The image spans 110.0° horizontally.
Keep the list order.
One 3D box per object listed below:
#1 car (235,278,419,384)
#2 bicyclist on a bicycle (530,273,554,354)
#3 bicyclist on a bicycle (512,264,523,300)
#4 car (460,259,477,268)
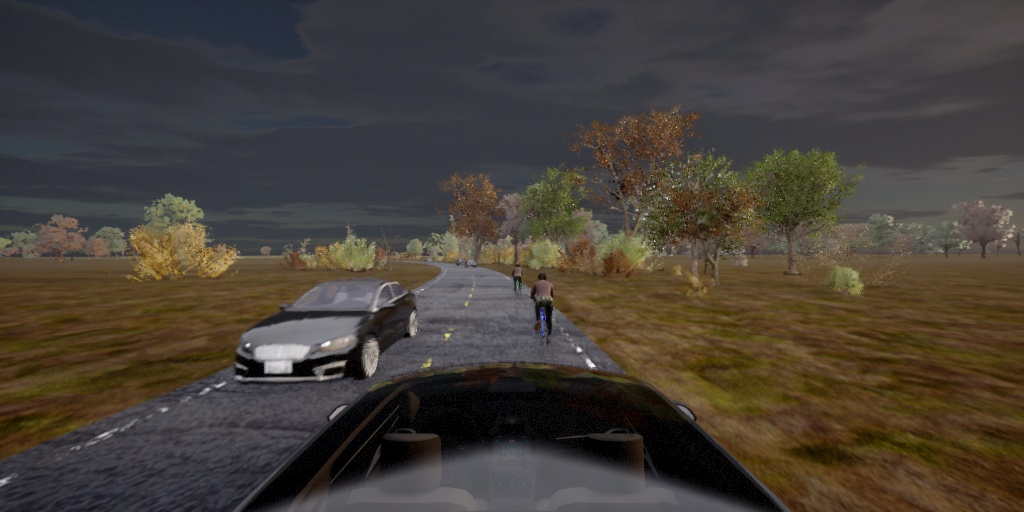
[{"bbox_3d":[-3.242,1.242,7.306,2.128,1.511,4.902,0,0,-2],"label":"car"},{"bbox_3d":[0.683,1.203,7.874,0.582,1.620,1.656,0,0,-1],"label":"bicyclist on a bicycle"},{"bbox_3d":[0.266,1.204,16.956,0.582,1.620,1.656,0,0,-4],"label":"bicyclist on a bicycle"},{"bbox_3d":[-7.322,1.322,62.540,2.033,1.411,5.357,0,0,-13],"label":"car"}]
